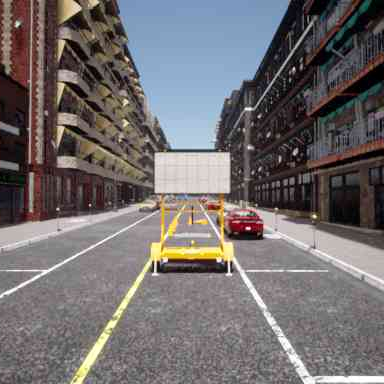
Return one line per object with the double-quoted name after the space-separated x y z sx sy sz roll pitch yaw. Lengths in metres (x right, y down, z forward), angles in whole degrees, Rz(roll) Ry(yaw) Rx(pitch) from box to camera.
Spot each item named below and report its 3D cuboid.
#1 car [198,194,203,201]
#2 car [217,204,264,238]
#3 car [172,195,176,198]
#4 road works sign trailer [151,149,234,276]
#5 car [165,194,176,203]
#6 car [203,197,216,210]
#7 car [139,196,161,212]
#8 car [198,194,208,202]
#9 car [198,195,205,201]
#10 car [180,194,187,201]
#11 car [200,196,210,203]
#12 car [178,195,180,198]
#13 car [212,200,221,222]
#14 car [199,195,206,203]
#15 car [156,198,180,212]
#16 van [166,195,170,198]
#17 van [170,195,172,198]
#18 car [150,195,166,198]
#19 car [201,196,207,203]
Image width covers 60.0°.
2.735 1.703 67.460 1.887 1.381 4.507 1 0 0 "car"
2.624 1.563 17.684 1.887 1.381 4.507 1 0 0 "car"
-5.128 1.497 73.070 2.192 1.841 5.009 1 0 0 "car"
0.013 0.473 10.377 2.380 3.560 2.880 0 0 0 "road works sign trailer"
-5.115 1.521 78.600 2.192 1.841 5.009 1 0 0 "car"
2.673 1.611 39.806 1.887 1.381 4.507 1 0 0 "car"
-5.207 1.592 39.717 1.752 1.417 4.829 2 0 0 "car"
2.743 1.547 84.054 2.192 1.841 5.009 1 0 0 "car"
2.764 1.729 95.117 1.967 1.590 4.097 1 0 0 "car"
-2.548 1.517 90.359 2.150 2.045 5.566 0 0 0 "car"
2.757 1.622 72.992 1.967 1.590 4.097 1 0 0 "car"
-5.097 1.826 89.662 1.947 1.339 4.313 1 0 0 "car"
2.637 1.553 23.386 1.752 1.417 4.829 1 0 0 "car"
2.723 1.681 61.930 1.887 1.381 4.507 1 0 0 "car"
-2.762 1.665 39.055 1.895 1.301 4.718 0 0 0 "car"
-5.165 1.456 56.478 1.690 1.788 3.998 2 0 0 "van"
-5.153 1.477 62.010 1.690 1.788 3.998 1 0 0 "van"
-5.188 1.396 45.419 2.192 1.841 5.009 2 0 0 "car"
2.685 1.632 45.338 2.008 1.369 4.403 1 0 0 "car"
